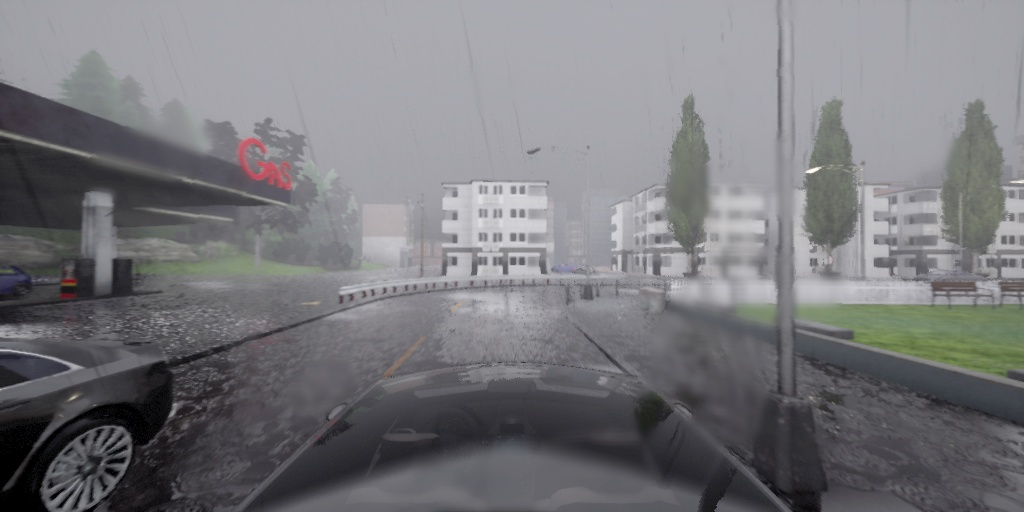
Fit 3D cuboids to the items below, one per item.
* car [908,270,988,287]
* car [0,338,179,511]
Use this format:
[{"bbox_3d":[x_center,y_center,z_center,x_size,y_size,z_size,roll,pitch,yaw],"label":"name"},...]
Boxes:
[{"bbox_3d":[31.805,1.702,26.273,4.181,1.385,1.994,0,-1,-1],"label":"car"},{"bbox_3d":[-4.115,1.216,1.366,2.128,1.511,4.902,0,0,-1],"label":"car"}]
